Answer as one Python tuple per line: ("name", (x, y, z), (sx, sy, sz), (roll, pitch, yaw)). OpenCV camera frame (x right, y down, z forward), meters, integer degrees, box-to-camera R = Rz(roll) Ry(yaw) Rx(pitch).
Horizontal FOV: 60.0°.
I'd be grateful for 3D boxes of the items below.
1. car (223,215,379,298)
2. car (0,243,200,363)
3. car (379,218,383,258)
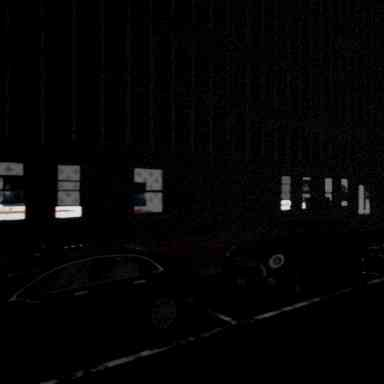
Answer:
("car", (2.710, 1.450, 8.508), (4.097, 1.590, 1.967), (0, 0, -36))
("car", (-1.920, 1.552, 5.194), (4.403, 1.369, 2.008), (0, 0, -36))
("car", (7.339, 1.568, 11.820), (4.403, 1.369, 2.008), (0, 0, -36))
